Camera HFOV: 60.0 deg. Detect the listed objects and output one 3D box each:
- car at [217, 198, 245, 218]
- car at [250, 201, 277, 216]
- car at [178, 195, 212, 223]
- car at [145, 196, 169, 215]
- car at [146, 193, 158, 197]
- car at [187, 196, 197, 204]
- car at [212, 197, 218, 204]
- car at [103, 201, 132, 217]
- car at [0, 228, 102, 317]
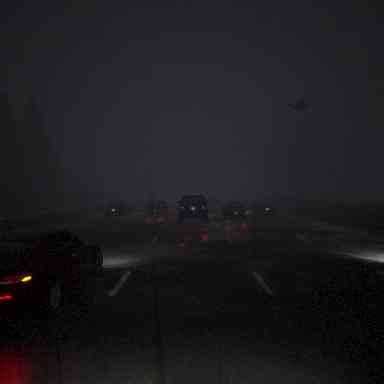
[{"bbox_3d":[3.582,1.521,29.529,1.812,1.442,4.674,0,0,0],"label":"car"},{"bbox_3d":[7.078,1.559,33.119,1.994,1.385,4.181,0,0,0],"label":"car"},{"bbox_3d":[0.083,1.216,25.311,2.150,2.045,5.566,0,0,0],"label":"car"},{"bbox_3d":[-3.422,1.486,33.562,2.128,1.511,4.902,0,0,0],"label":"car"},{"bbox_3d":[-6.941,1.211,59.263,2.150,2.045,5.566,0,0,0],"label":"car"},{"bbox_3d":[0.053,1.515,65.230,1.812,1.442,4.674,0,0,0],"label":"car"},{"bbox_3d":[3.563,1.483,54.959,2.128,1.511,4.902,0,0,0],"label":"car"},{"bbox_3d":[-6.922,1.558,31.287,1.994,1.385,4.181,0,0,0],"label":"car"},{"bbox_3d":[-3.403,1.524,7.363,1.812,1.442,4.674,0,0,0],"label":"car"}]
